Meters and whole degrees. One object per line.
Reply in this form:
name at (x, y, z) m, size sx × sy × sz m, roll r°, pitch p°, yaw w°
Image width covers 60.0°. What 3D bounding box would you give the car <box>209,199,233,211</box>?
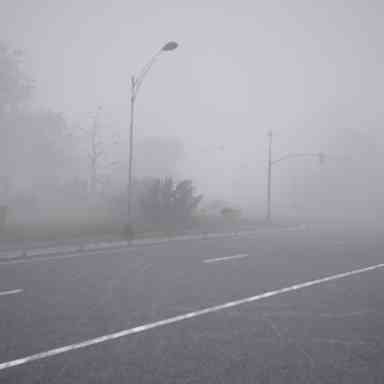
car at (3.663, 1.706, 41.384) m, size 2.128 × 1.511 × 4.902 m, roll 2°, pitch 0°, yaw -20°
